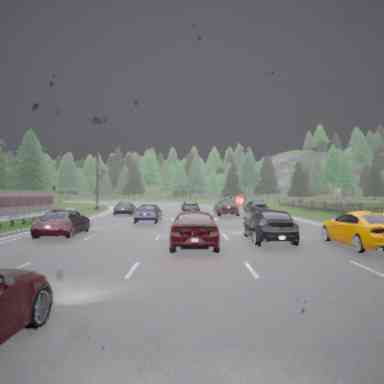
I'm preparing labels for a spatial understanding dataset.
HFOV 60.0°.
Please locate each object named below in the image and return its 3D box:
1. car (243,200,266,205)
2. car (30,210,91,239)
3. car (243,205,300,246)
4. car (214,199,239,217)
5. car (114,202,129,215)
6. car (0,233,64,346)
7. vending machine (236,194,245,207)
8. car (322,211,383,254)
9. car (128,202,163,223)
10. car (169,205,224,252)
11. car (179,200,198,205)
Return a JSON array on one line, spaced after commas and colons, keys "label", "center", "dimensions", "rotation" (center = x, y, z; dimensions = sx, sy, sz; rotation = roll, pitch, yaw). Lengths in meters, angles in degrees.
[{"label": "car", "center": [6.763, 1.661, 35.686], "dimensions": [1.837, 1.490, 4.892], "rotation": [1, 0, -4]}, {"label": "car", "center": [-6.902, 1.643, 17.924], "dimensions": [1.994, 1.385, 4.181], "rotation": [0, 0, 0]}, {"label": "car", "center": [3.598, 1.575, 15.692], "dimensions": [1.837, 1.490, 4.892], "rotation": [0, 0, 0]}, {"label": "car", "center": [3.351, 1.498, 33.610], "dimensions": [2.097, 1.767, 4.553], "rotation": [0, 0, -3]}, {"label": "car", "center": [-7.325, 1.723, 36.288], "dimensions": [1.994, 1.385, 4.181], "rotation": [0, 0, -5]}, {"label": "car", "center": [-3.400, 1.544, 4.037], "dimensions": [1.812, 1.442, 4.674], "rotation": [0, 0, 0]}, {"label": "vending machine", "center": [7.944, 1.432, 54.348], "dimensions": [1.100, 2.100, 0.880], "rotation": [0, 0, -14]}, {"label": "car", "center": [7.099, 1.538, 13.875], "dimensions": [1.882, 1.535, 5.008], "rotation": [0, 0, 0]}, {"label": "car", "center": [-3.417, 1.663, 26.360], "dimensions": [2.033, 1.411, 5.357], "rotation": [0, 0, 0]}, {"label": "car", "center": [0.099, 1.540, 14.136], "dimensions": [1.882, 1.535, 5.008], "rotation": [0, 0, 0]}, {"label": "car", "center": [-0.317, 1.651, 36.478], "dimensions": [2.128, 1.511, 4.902], "rotation": [0, 0, -5]}]
